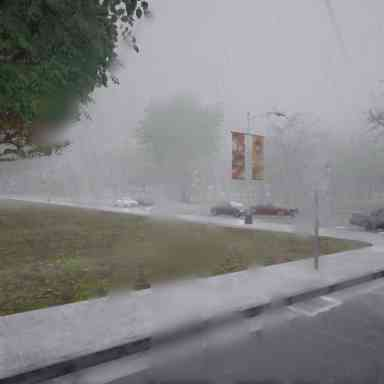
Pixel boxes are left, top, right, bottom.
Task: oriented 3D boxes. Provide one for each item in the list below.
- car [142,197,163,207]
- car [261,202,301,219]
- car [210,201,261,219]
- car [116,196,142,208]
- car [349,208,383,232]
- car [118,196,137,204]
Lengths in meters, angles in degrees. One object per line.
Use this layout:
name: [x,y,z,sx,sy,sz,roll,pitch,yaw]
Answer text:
car: [-7.000,1.516,49.777,2.033,1.411,5.357,0,0,-35]
car: [7.289,1.582,29.628,1.895,1.301,4.718,0,0,-36]
car: [3.491,1.510,29.364,1.812,1.442,4.674,0,1,-36]
car: [-9.324,1.498,47.429,1.812,1.442,4.674,0,0,-35]
car: [11.505,1.545,18.115,2.033,1.411,5.357,0,0,-35]
car: [-12.288,1.487,63.041,1.812,1.442,4.674,0,0,-35]
